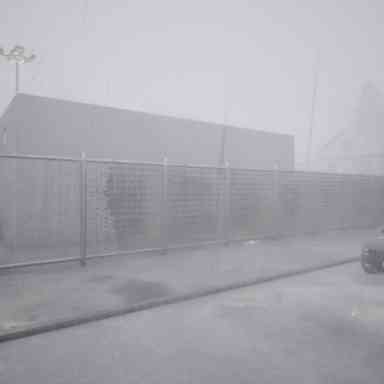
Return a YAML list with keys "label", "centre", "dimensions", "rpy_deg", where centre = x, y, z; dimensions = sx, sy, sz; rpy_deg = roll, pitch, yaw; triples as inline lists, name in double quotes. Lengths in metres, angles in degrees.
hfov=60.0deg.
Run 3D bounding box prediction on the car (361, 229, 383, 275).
- label: "car"
  centre: [6.749, 1.483, 9.400]
  dimensions: [5.008, 1.535, 1.882]
  rpy_deg: [0, 0, -35]
